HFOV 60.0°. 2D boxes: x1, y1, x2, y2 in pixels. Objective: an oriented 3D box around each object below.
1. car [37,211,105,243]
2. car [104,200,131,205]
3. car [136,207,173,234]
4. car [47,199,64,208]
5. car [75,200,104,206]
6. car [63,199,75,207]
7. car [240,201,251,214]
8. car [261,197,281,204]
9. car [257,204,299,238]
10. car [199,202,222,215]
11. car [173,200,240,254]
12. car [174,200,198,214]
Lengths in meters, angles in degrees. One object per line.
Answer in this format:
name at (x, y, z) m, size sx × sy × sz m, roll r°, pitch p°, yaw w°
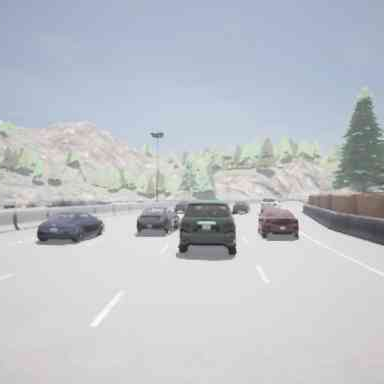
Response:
car at (-5.948, 1.667, 16.825) m, size 1.994 × 1.385 × 4.181 m, roll 0°, pitch 0°, yaw 6°
car at (-10.301, 1.880, 48.330) m, size 1.812 × 1.442 × 4.674 m, roll 0°, pitch -1°, yaw 17°
car at (-1.984, 1.664, 20.344) m, size 2.128 × 1.511 × 4.902 m, roll 0°, pitch 0°, yaw 7°
car at (-20.276, 1.787, 51.626) m, size 2.128 × 1.511 × 4.902 m, roll 0°, pitch 0°, yaw 17°
car at (-14.059, 1.866, 48.092) m, size 2.033 × 1.411 × 5.357 m, roll 0°, pitch -1°, yaw 17°
car at (-16.968, 1.878, 50.477) m, size 1.994 × 1.385 × 4.181 m, roll 0°, pitch 0°, yaw 17°
car at (6.447, 1.960, 42.875) m, size 1.837 × 1.490 × 4.892 m, roll 0°, pitch 0°, yaw 17°
car at (10.360, 1.721, 43.790) m, size 2.150 × 2.045 × 5.566 m, roll 0°, pitch 0°, yaw 18°
car at (4.900, 1.700, 19.289) m, size 1.882 × 1.535 × 5.008 m, roll 0°, pitch 0°, yaw 7°
car at (2.365, 1.967, 41.270) m, size 1.994 × 1.385 × 4.181 m, roll 0°, pitch 0°, yaw 16°
car at (0.776, 1.364, 14.419) m, size 2.150 × 2.045 × 5.566 m, roll 0°, pitch 0°, yaw 6°
car at (-0.725, 1.900, 43.300) m, size 1.837 × 1.490 × 4.892 m, roll 0°, pitch 0°, yaw 16°
